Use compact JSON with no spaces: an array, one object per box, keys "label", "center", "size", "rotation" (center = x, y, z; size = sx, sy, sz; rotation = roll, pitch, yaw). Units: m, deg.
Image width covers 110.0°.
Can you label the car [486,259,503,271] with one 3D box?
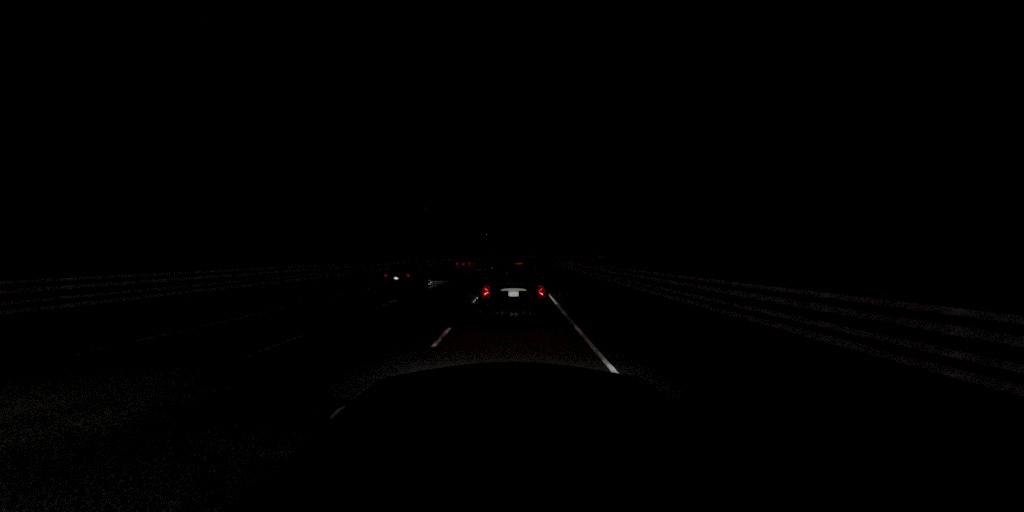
[{"label":"car","center":[-2.297,1.152,47.813],"size":[1.837,1.490,4.892],"rotation":[0,0,3]}]

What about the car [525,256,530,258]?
[{"label":"car","center":[1.136,1.159,48.135],"size":[1.837,1.490,4.892],"rotation":[0,0,3]}]

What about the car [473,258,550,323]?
[{"label":"car","center":[0.071,1.087,12.215],"size":[2.097,1.767,4.553],"rotation":[0,0,1]}]

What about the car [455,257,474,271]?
[{"label":"car","center":[-5.876,1.001,46.232],"size":[2.097,1.767,4.553],"rotation":[0,0,3]}]

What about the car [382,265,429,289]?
[{"label":"car","center":[-6.668,1.273,22.796],"size":[1.994,1.385,4.181],"rotation":[0,0,1]}]
